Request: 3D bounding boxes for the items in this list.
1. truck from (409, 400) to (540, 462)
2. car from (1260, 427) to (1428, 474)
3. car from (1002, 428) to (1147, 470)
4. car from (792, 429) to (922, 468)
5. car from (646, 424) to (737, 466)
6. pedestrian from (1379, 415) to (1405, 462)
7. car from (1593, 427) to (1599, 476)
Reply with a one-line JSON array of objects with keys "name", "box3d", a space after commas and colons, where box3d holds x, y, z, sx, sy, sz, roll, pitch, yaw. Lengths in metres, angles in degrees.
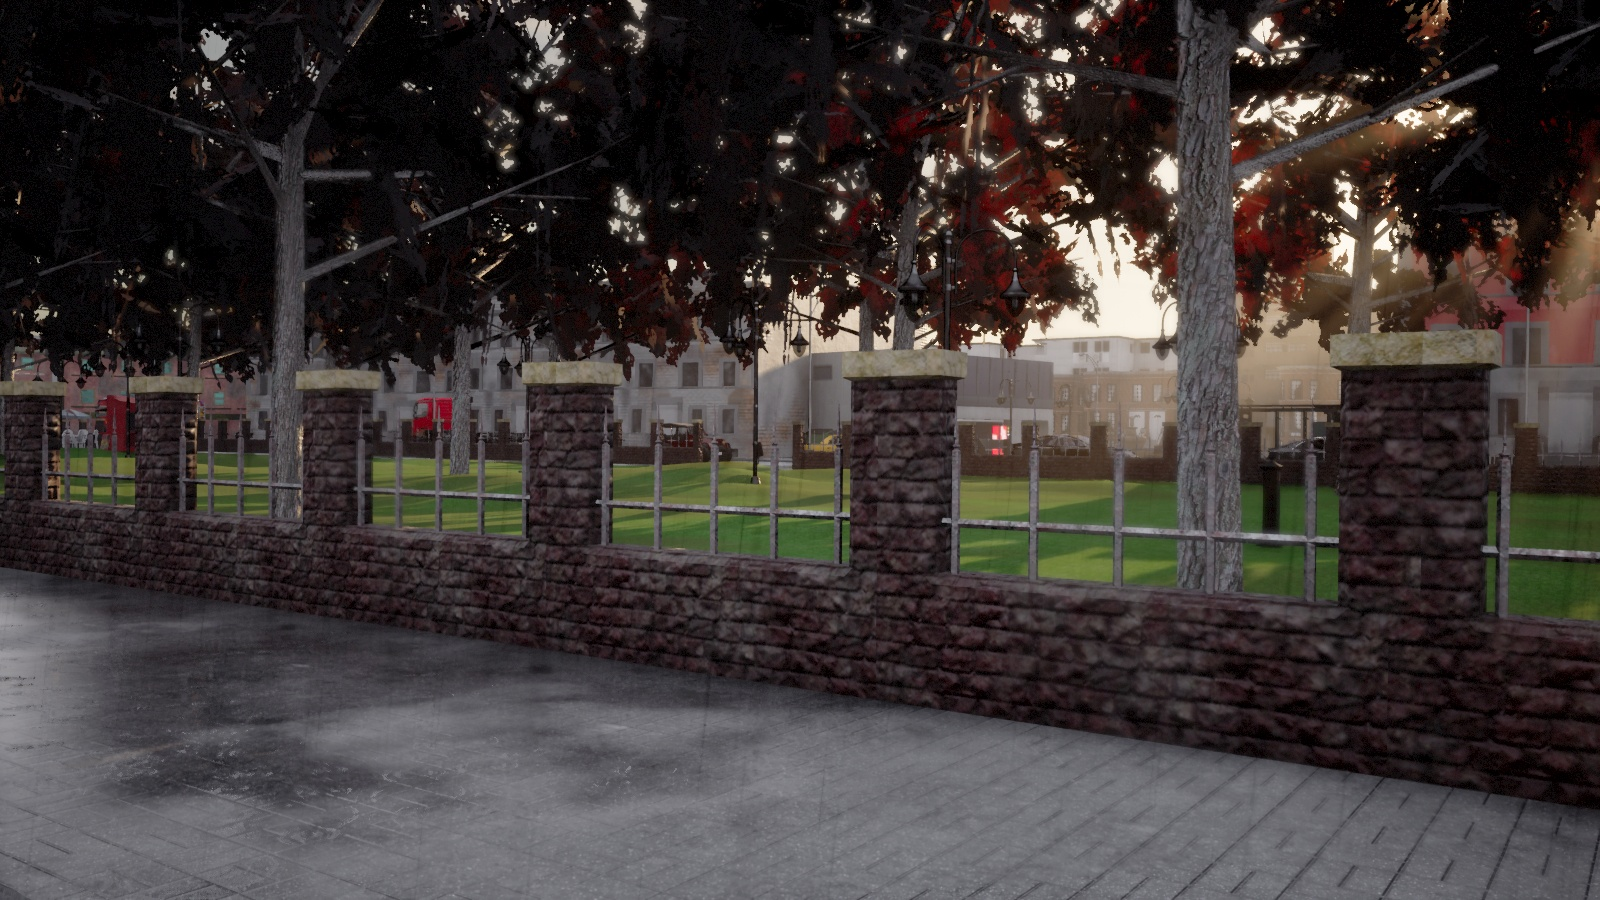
[{"name": "truck", "box3d": [-18.963, -1.074, 72.916, 7.936, 3.462, 2.891, 0, 1, 35]}, {"name": "car", "box3d": [18.149, -0.001, 41.978, 4.892, 1.490, 1.837, 0, 1, 35]}, {"name": "car", "box3d": [10.341, -0.054, 47.469, 4.902, 1.511, 2.128, 0, 1, 35]}, {"name": "car", "box3d": [2.360, -0.076, 53.081, 5.366, 1.575, 1.801, 0, 1, 35]}, {"name": "car", "box3d": [-5.056, -0.223, 58.291, 3.866, 1.878, 1.905, 0, 1, 35]}, {"name": "pedestrian", "box3d": [22.843, -0.427, 48.449, 0.869, 1.805, 0.328, 0, 1, 32]}, {"name": "car", "box3d": [25.908, 0.024, 36.535, 4.674, 1.442, 1.812, 0, 1, 36]}]
